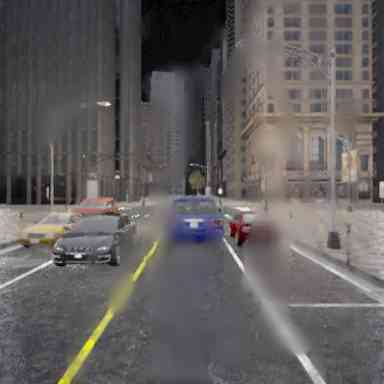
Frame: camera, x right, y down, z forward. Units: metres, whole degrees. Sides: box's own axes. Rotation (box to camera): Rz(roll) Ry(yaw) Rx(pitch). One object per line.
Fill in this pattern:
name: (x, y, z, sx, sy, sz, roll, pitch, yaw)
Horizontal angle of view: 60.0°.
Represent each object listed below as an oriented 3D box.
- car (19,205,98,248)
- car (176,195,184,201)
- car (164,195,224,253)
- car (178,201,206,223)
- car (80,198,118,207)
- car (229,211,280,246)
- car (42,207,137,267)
car: (-5.854, 1.510, 14.795, 1.752, 1.417, 4.829, 0, 0, 0)
car: (-2.970, 1.563, 83.905, 1.882, 1.535, 5.008, 0, 0, 0)
car: (0.069, 1.204, 13.743, 2.150, 2.045, 5.566, 0, 0, 0)
car: (-0.001, 1.533, 26.770, 2.033, 1.411, 5.357, 0, 0, -1)
car: (-5.854, 1.299, 20.425, 2.192, 1.841, 5.009, 0, 0, 0)
car: (2.670, 1.529, 14.965, 1.887, 1.381, 4.507, 0, 0, 0)
car: (-3.096, 1.491, 11.481, 1.837, 1.490, 4.892, 0, 0, 0)
